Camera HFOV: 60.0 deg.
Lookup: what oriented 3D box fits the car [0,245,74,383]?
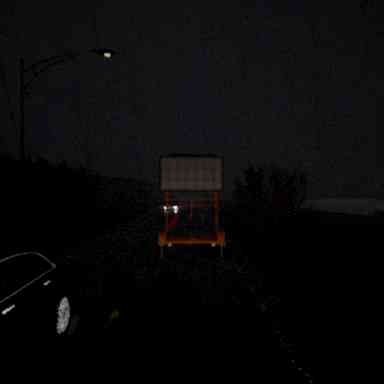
[{"bbox_3d":[-2.852,1.479,3.661,1.837,1.490,4.892,0,0,0],"label":"car"}]

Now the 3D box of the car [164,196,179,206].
[{"bbox_3d":[-2.868,1.303,47.753,1.994,1.385,4.181,0,0,0],"label":"car"}]

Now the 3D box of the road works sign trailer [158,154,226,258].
[{"bbox_3d":[-0.010,0.385,12.440,2.380,3.560,2.880,0,0,0],"label":"road works sign trailer"}]
